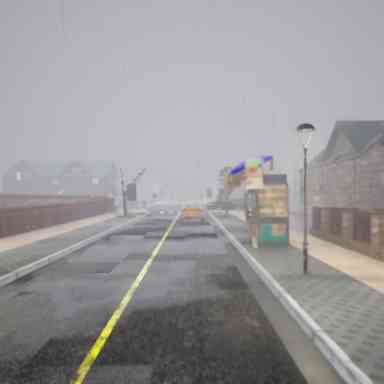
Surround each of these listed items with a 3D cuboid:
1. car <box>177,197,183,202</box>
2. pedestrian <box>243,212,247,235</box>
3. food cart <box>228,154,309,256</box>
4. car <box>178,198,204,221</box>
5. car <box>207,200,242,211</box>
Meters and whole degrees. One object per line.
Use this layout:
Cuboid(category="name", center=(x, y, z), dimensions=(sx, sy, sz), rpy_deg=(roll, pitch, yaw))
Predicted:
Cuboid(category="car", center=(-2.854, 2.049, 89.075), dimensions=(1.994, 1.385, 4.181), rpy_deg=(0, 0, 0))
Cuboid(category="pedestrian", center=(2.834, 1.200, 16.899), dimensions=(0.375, 1.860, 0.375), rpy_deg=(1, -1, -3))
Cuboid(category="food cart", center=(2.963, 0.513, 14.078), dimensions=(2.280, 3.560, 4.660), rpy_deg=(-1, -1, 0))
Cuboid(category="car", center=(0.011, 1.584, 28.170), dimensions=(1.882, 1.535, 5.008), rpy_deg=(0, 0, 0))
Cuboid(category="car", center=(4.264, 1.780, 42.995), dimensions=(4.892, 1.490, 1.837), rpy_deg=(1, -3, -29))
